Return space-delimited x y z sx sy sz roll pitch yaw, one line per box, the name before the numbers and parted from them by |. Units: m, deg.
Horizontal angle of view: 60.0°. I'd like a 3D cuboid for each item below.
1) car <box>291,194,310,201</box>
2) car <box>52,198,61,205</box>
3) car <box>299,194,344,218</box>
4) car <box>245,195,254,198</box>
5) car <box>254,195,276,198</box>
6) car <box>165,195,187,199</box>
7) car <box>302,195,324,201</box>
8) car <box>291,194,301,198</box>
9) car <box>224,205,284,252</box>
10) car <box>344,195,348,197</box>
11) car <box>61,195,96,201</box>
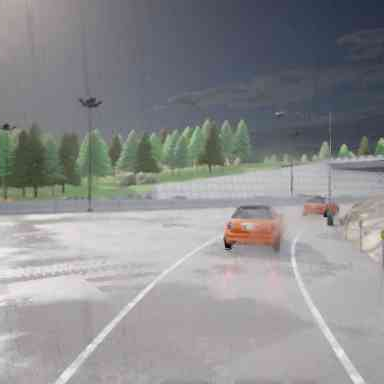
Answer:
car | 26.519 1.318 81.234 4.892 1.490 1.837 0 0 -35
car | -16.873 1.226 46.139 4.902 1.511 2.128 0 0 -35
car | 11.691 1.301 29.856 2.097 1.767 4.553 1 0 39
car | 13.599 1.383 72.028 4.718 1.301 1.895 0 0 -35
car | 15.655 1.363 69.195 4.181 1.385 1.994 0 0 -35
car | -2.901 1.310 61.067 4.181 1.385 1.994 0 0 -28
car | 28.549 1.379 78.384 5.357 1.411 2.033 0 0 -35
car | 20.000 1.415 63.707 4.181 1.385 1.994 0 0 -35
car | 2.754 1.318 14.067 2.097 1.767 4.553 0 0 17
car | 32.819 1.424 72.831 5.357 1.411 2.033 0 0 -35
car | -12.947 1.380 40.353 4.718 1.301 1.895 0 0 -35
